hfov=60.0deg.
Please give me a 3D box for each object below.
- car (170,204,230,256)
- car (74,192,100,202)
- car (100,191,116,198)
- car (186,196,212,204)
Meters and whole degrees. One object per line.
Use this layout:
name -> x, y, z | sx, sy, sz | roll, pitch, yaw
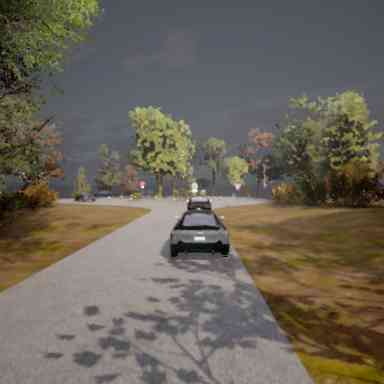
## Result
car -> 0.272, 1.371, 12.261 | 1.994, 1.385, 4.181 | 0, 1, 1
car -> -15.527, 0.749, 48.191 | 1.994, 1.385, 4.181 | -1, 1, -39
car -> -17.000, 0.502, 63.970 | 1.895, 1.301, 4.718 | 1, 1, 34
car -> 0.573, 1.040, 26.396 | 1.882, 1.535, 5.008 | 0, 1, 2
